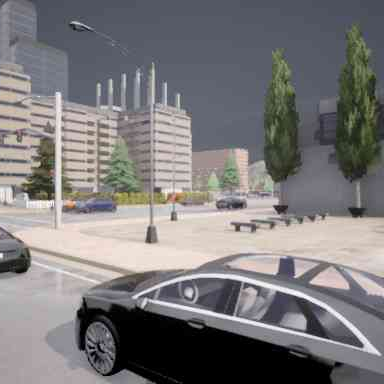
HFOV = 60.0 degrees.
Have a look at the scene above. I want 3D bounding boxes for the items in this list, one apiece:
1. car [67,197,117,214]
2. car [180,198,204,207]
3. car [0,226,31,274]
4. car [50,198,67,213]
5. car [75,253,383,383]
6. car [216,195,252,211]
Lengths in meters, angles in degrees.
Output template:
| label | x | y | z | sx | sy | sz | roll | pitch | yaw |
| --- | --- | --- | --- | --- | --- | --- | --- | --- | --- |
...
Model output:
| label | x | y | z | sx | sy | sz | roll | pitch | yaw |
| --- | --- | --- | --- | --- | --- | --- | --- | --- | --- |
| car | -10.182 | 1.341 | 34.777 | 2.097 | 1.767 | 4.553 | 0 | 0 | 41 |
| car | 0.061 | 1.547 | 51.906 | 1.994 | 1.385 | 4.181 | 0 | 0 | 41 |
| car | -6.354 | 1.559 | 9.511 | 4.181 | 1.385 | 1.994 | 0 | 0 | 40 |
| car | -13.185 | 1.336 | 36.655 | 2.097 | 1.767 | 4.553 | 0 | 0 | 41 |
| car | 0.607 | 1.490 | 3.842 | 4.902 | 1.511 | 2.128 | 0 | 0 | 37 |
| car | 4.940 | 1.480 | 41.222 | 2.128 | 1.511 | 4.902 | 0 | 0 | 41 |
